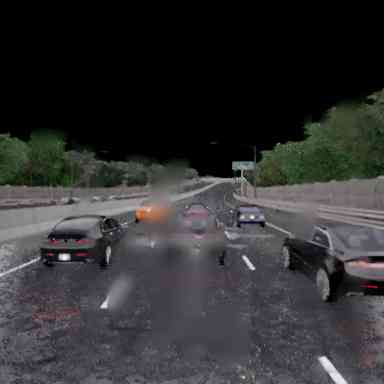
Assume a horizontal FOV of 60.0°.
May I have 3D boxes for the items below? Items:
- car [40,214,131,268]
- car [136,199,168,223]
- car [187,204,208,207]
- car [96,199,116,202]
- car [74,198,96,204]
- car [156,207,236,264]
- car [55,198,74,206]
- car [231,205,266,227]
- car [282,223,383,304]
[{"bbox_3d":[-3.356,1.523,11.293,1.837,1.490,4.892,0,-1,1],"label":"car"},{"bbox_3d":[-3.094,1.426,26.562,2.097,1.767,4.553,0,0,2],"label":"car"},{"bbox_3d":[0.429,1.644,27.272,1.994,1.385,4.181,0,0,2],"label":"car"},{"bbox_3d":[-12.874,1.756,51.809,1.895,1.301,4.718,0,0,3],"label":"car"},{"bbox_3d":[-16.332,1.645,52.657,2.128,1.511,4.902,0,0,3],"label":"car"},{"bbox_3d":[0.153,1.517,11.898,2.128,1.511,4.902,0,0,1],"label":"car"},{"bbox_3d":[-19.839,1.675,52.513,1.812,1.442,4.674,0,0,3],"label":"car"},{"bbox_3d":[3.802,1.615,23.075,2.033,1.411,5.357,0,0,2],"label":"car"},{"bbox_3d":[3.589,1.508,8.162,2.128,1.511,4.902,0,0,1],"label":"car"}]
